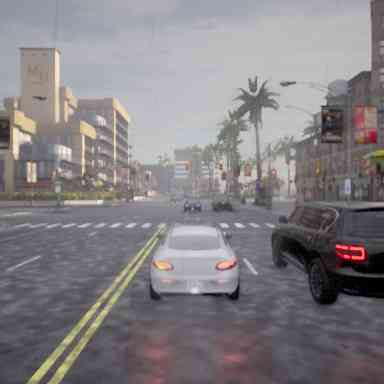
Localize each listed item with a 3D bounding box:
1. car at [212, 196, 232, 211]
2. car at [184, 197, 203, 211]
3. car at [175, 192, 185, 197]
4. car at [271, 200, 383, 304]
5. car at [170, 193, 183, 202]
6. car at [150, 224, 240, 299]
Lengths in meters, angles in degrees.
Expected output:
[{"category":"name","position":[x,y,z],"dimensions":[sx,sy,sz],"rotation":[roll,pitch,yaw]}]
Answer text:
[{"category":"car","position":[3.560,1.297,40.008],"dimensions":[2.097,1.767,4.553],"rotation":[0,0,0]},{"category":"car","position":[0.062,1.548,38.698],"dimensions":[1.895,1.301,4.718],"rotation":[0,0,0]},{"category":"car","position":[-3.592,1.422,86.723],"dimensions":[2.033,1.411,5.357],"rotation":[0,0,0]},{"category":"car","position":[3.559,1.210,8.231],"dimensions":[2.150,2.045,5.566],"rotation":[0,0,0]},{"category":"car","position":[-3.574,1.455,71.264],"dimensions":[1.994,1.385,4.181],"rotation":[0,0,0]},{"category":"car","position":[0.061,1.514,8.289],"dimensions":[1.812,1.442,4.674],"rotation":[0,0,0]}]
